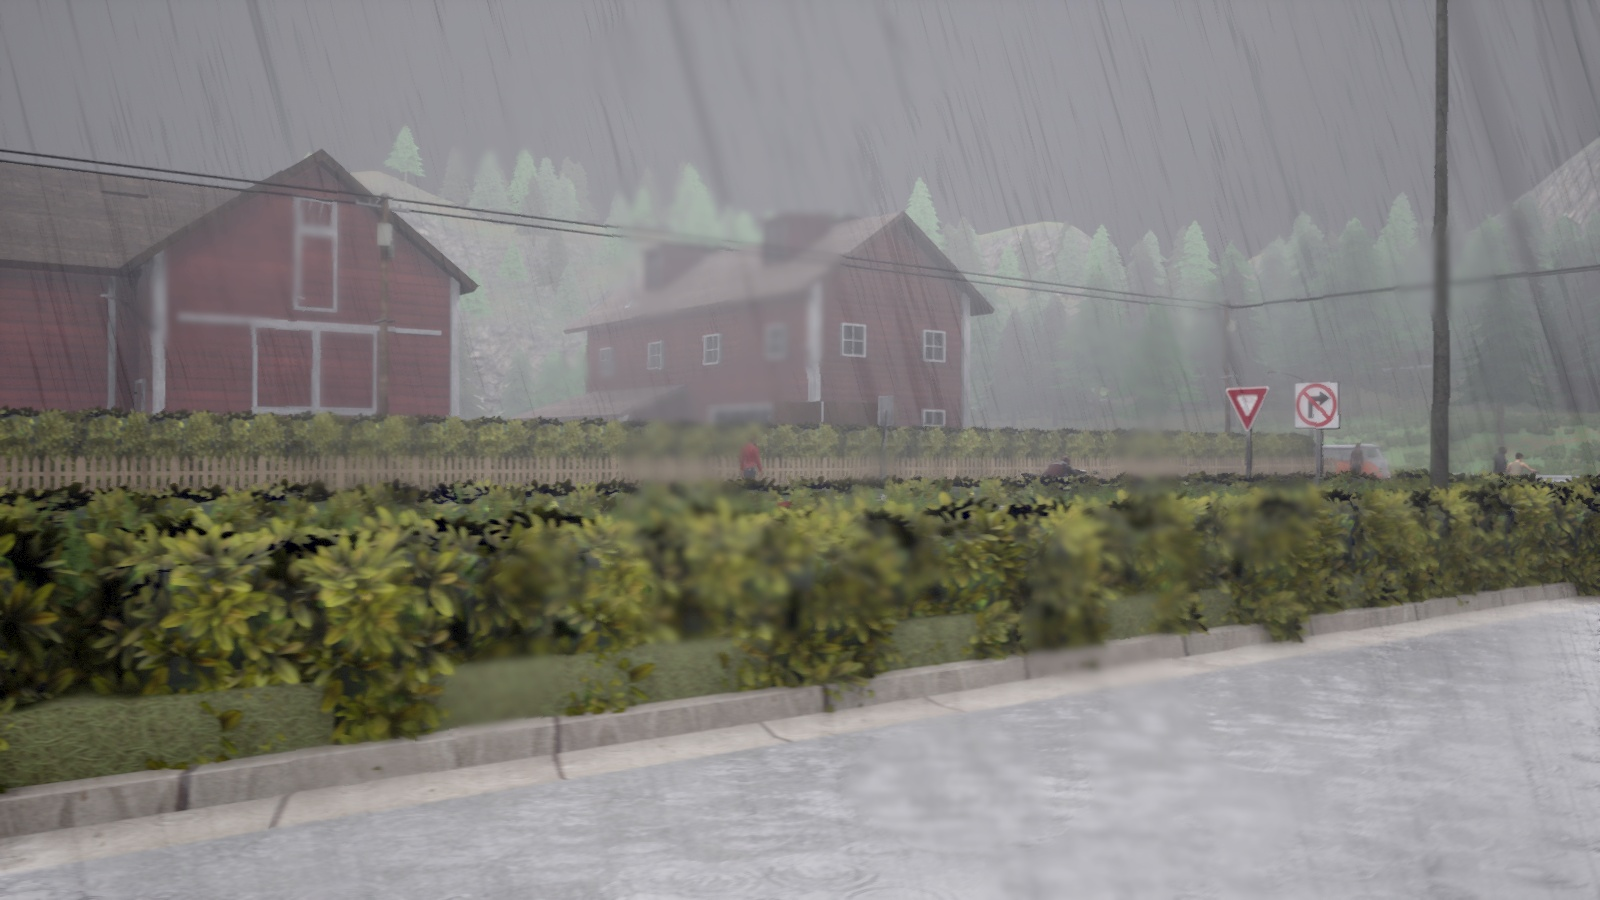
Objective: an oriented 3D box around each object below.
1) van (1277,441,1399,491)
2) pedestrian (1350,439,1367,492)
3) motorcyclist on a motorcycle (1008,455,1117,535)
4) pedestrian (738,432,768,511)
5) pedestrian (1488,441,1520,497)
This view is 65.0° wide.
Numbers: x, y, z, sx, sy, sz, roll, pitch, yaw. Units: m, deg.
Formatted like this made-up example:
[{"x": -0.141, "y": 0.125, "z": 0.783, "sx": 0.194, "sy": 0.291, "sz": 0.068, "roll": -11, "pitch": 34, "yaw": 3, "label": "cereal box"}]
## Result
[{"x": 22.476, "y": 0.651, "z": 52.603, "sx": 1.775, "sy": 1.987, "sz": 4.442, "roll": 0, "pitch": 0, "yaw": -36, "label": "van"}, {"x": 19.615, "y": 0.529, "z": 44.087, "sx": 0.634, "sy": 1.846, "sz": 0.331, "roll": 0, "pitch": 0, "yaw": -42, "label": "pedestrian"}, {"x": 5.208, "y": 0.860, "z": 24.837, "sx": 2.191, "sy": 1.530, "sz": 0.866, "roll": 0, "pitch": 0, "yaw": -37, "label": "motorcyclist on a motorcycle"}, {"x": -1.097, "y": 0.504, "z": 29.476, "sx": 0.636, "sy": 1.846, "sz": 0.331, "roll": 0, "pitch": 0, "yaw": -37, "label": "pedestrian"}, {"x": 23.934, "y": 0.649, "z": 42.697, "sx": 0.849, "sy": 1.883, "sz": 0.563, "roll": 0, "pitch": 0, "yaw": 42, "label": "pedestrian"}]
